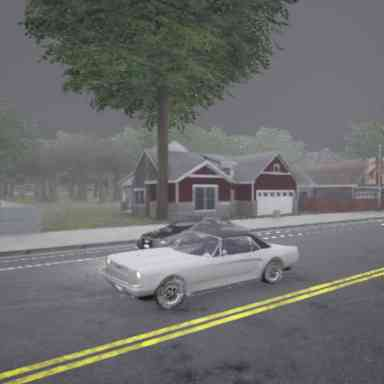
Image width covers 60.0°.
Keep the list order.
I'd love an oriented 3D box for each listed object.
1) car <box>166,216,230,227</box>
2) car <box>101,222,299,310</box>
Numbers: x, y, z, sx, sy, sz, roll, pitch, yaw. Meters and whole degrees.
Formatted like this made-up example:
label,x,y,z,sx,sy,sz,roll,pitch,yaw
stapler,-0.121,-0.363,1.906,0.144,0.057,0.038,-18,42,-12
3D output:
label,x,y,z,sx,sy,sz,roll,pitch,yaw
car,0.174,1.562,11.796,4.181,1.385,1.994,0,0,-36
car,0.348,1.599,7.930,4.718,1.301,1.895,0,0,-36
